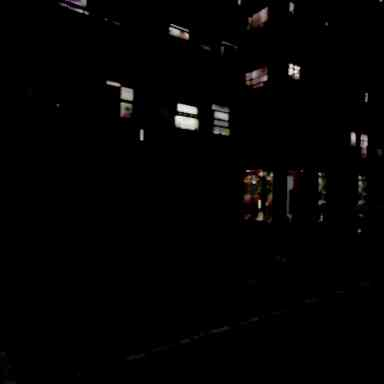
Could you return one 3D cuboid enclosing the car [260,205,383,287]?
[{"bbox_3d":[4.233,1.326,9.569,5.009,1.841,2.192,0,1,-36],"label":"car"}]
